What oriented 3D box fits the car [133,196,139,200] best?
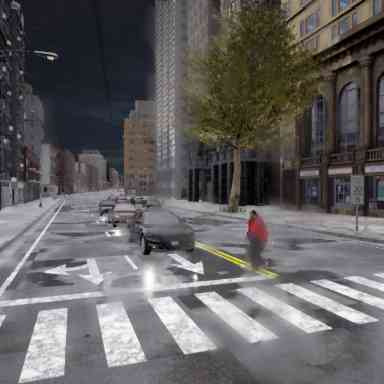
[{"bbox_3d":[-8.857,1.333,53.767,2.128,1.511,4.902,0,0,-20],"label":"car"}]

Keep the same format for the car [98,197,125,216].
[{"bbox_3d":[-8.180,1.486,32.434,2.033,1.411,5.357,0,0,-19],"label":"car"}]

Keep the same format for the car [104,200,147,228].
[{"bbox_3d":[-4.597,1.494,22.452,1.812,1.442,4.674,0,0,-20],"label":"car"}]

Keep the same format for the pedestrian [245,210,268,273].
[{"bbox_3d":[1.787,1.282,9.215,0.375,1.860,0.375,-1,1,-20],"label":"pedestrian"}]

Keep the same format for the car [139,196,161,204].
[{"bbox_3d":[-5.415,1.455,44.369,1.994,1.385,4.181,0,0,-19],"label":"car"}]

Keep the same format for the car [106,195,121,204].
[{"bbox_3d":[-13.868,1.361,58.379,2.033,1.411,5.357,0,0,-19],"label":"car"}]

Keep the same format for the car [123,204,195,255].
[{"bbox_3d":[-1.418,1.461,13.613,1.882,1.535,5.008,0,0,-20],"label":"car"}]

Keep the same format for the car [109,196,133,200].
[{"bbox_3d":[-10.497,1.356,49.020,2.128,1.511,4.902,0,0,-20],"label":"car"}]
